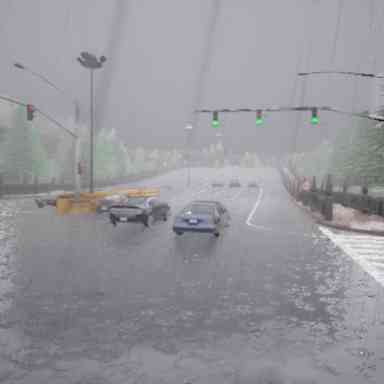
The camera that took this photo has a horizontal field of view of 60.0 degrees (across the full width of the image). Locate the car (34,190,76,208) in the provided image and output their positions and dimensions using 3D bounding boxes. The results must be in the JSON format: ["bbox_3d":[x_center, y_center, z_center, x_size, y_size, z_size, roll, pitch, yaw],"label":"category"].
[{"bbox_3d":[-10.935,0.539,27.914,1.812,1.442,4.674,1,2,11],"label":"car"}]

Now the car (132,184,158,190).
[{"bbox_3d":[-6.803,-0.140,45.875,2.097,1.767,4.553,1,2,13],"label":"car"}]

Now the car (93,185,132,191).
[{"bbox_3d":[-8.880,0.240,37.014,1.882,1.535,5.008,1,2,13],"label":"car"}]

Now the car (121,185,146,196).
[{"bbox_3d":[-9.062,-0.287,51.658,2.128,1.511,4.902,1,3,13],"label":"car"}]

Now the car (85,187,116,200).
[{"bbox_3d":[-11.397,0.157,41.611,1.994,1.385,4.181,1,2,13],"label":"car"}]

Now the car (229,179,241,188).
[{"bbox_3d":[8.759,-1.871,67.013,2.097,1.767,4.553,1,8,13],"label":"car"}]

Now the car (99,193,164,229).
[{"bbox_3d":[-2.495,0.932,17.132,2.128,1.511,4.902,1,2,13],"label":"car"}]

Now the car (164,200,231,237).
[{"bbox_3d":[0.618,1.089,15.057,2.033,1.411,5.357,1,2,13],"label":"car"}]

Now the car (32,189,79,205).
[{"bbox_3d":[-13.398,0.429,33.031,1.895,1.301,4.718,1,2,13],"label":"car"}]

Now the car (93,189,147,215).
[{"bbox_3d":[-4.829,0.773,22.587,1.812,1.442,4.674,1,2,13],"label":"car"}]

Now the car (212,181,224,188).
[{"bbox_3d":[5.353,-1.693,67.838,1.895,1.301,4.718,1,8,13],"label":"car"}]

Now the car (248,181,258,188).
[{"bbox_3d":[12.171,-1.556,66.255,1.895,1.301,4.718,1,8,13],"label":"car"}]

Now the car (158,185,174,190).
[{"bbox_3d":[-4.487,-0.503,56.047,2.033,1.411,5.357,1,4,13],"label":"car"}]
